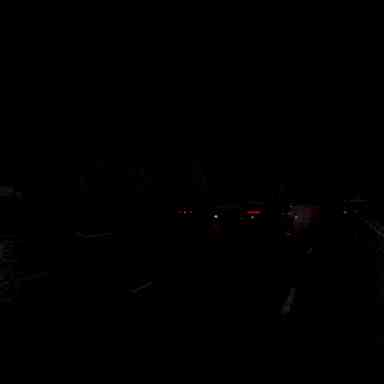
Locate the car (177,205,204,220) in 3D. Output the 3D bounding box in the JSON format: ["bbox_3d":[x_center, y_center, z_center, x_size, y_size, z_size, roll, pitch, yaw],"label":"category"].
[{"bbox_3d":[0.299,2.031,34.073,2.033,1.411,5.357,-1,-1,23],"label":"car"}]

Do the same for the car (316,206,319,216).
[{"bbox_3d":[13.875,2.039,39.305,2.033,1.411,5.357,-1,-1,23],"label":"car"}]

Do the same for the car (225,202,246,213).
[{"bbox_3d":[6.434,2.222,48.648,1.994,1.385,4.181,-1,-1,23],"label":"car"}]

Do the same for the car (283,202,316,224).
[{"bbox_3d":[9.251,1.886,28.420,1.812,1.442,4.674,-1,-1,24],"label":"car"}]

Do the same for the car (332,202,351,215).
[{"bbox_3d":[18.892,1.998,42.120,2.128,1.511,4.902,-1,-1,23],"label":"car"}]

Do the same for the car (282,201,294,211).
[{"bbox_3d":[14.851,2.143,50.480,1.837,1.490,4.892,-1,-3,23],"label":"car"}]

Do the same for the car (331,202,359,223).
[{"bbox_3d":[13.266,1.699,28.903,2.097,1.767,4.553,-1,-1,23],"label":"car"}]

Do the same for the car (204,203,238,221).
[{"bbox_3d":[3.094,1.944,31.824,1.837,1.490,4.892,-1,-1,23],"label":"car"}]

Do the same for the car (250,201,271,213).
[{"bbox_3d":[9.907,2.108,47.814,1.882,1.535,5.008,-1,-1,23],"label":"car"}]

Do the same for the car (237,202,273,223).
[{"bbox_3d":[5.881,1.879,29.283,2.128,1.511,4.902,-1,-1,23],"label":"car"}]
